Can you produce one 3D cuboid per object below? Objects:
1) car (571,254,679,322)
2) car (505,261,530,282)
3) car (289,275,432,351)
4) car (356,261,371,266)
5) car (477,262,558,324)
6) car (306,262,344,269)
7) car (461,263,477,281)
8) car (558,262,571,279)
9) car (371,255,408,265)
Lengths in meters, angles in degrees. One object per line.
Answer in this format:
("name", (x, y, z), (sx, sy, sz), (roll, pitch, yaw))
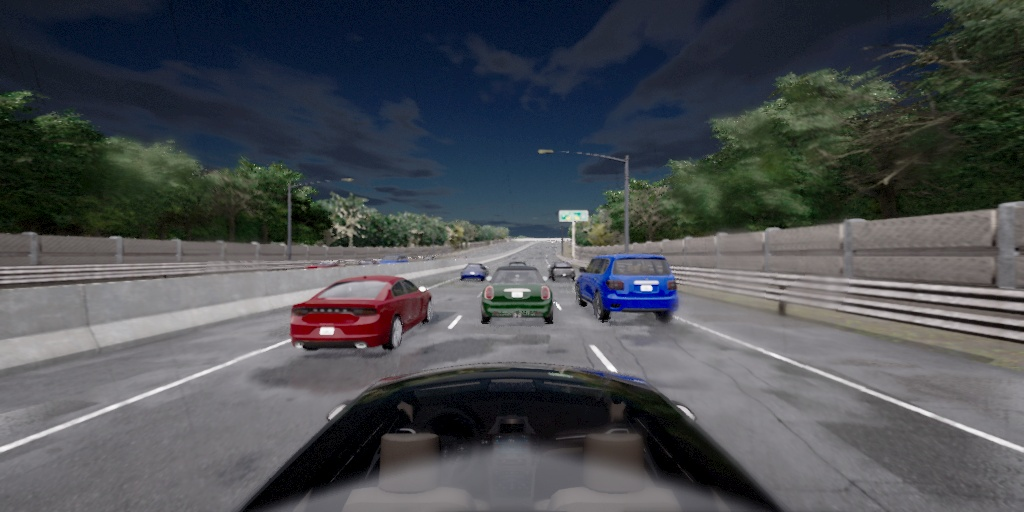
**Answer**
("car", (3.666, 0.960, 12.380), (2.150, 2.045, 5.566), (0, 0, 1))
("car", (0.456, 1.221, 29.232), (1.837, 1.490, 4.892), (0, 0, 1))
("car", (-3.361, 1.217, 9.019), (1.882, 1.535, 5.008), (0, 0, 0))
("car", (-16.856, 1.247, 42.044), (1.994, 1.385, 4.181), (0, 0, 2))
("car", (0.168, 1.089, 12.100), (2.097, 1.767, 4.553), (0, 0, 1))
("car", (-20.458, 1.285, 39.419), (1.895, 1.301, 4.718), (0, 0, 2))
("car", (-3.030, 1.276, 29.826), (1.994, 1.385, 4.181), (0, 0, 1))
("car", (3.955, 1.210, 29.143), (2.128, 1.511, 4.902), (0, 0, 1))
("car", (-13.419, 0.909, 40.466), (2.150, 2.045, 5.566), (0, 0, 2))
